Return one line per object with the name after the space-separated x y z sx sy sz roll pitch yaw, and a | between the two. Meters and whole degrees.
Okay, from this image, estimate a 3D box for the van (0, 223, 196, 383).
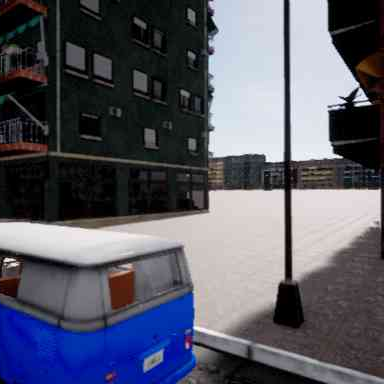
-1.869 1.350 4.209 3.998 1.788 1.690 0 0 35 | van
